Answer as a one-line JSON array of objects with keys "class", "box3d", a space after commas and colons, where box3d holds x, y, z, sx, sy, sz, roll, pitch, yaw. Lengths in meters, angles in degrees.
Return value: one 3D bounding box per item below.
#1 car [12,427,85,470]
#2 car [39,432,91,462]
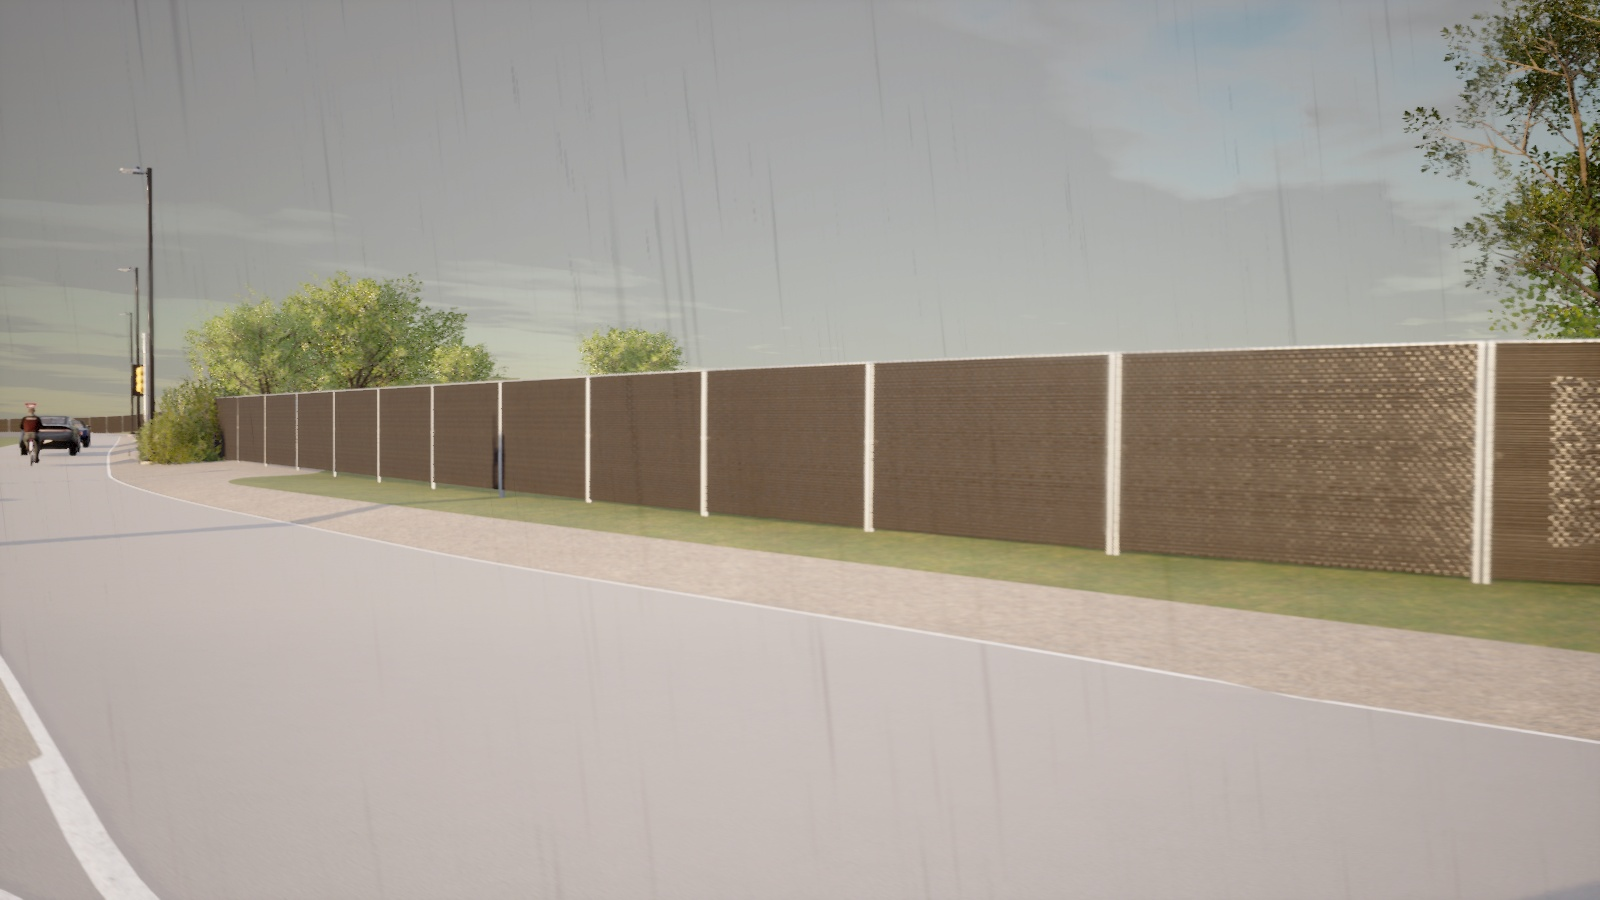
[{"class": "car", "box3d": [-28.611, -0.090, 47.938, 2.128, 1.511, 4.902, -2, 2, -28]}, {"class": "car", "box3d": [-34.457, -0.159, 58.963, 1.895, 1.301, 4.718, -2, 2, -28]}]
